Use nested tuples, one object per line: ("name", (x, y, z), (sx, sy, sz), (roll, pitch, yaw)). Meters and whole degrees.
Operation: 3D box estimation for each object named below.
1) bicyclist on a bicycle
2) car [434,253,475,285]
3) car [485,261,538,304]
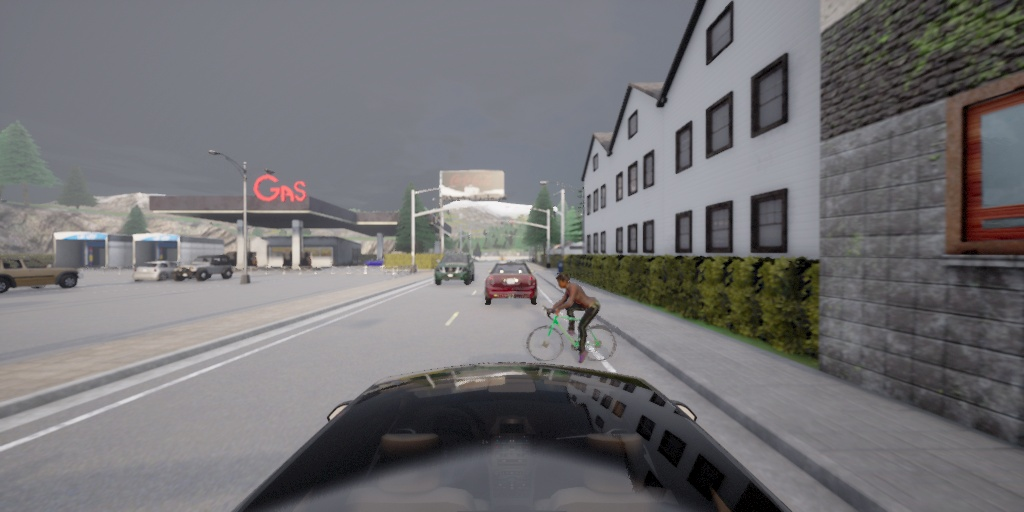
("bicyclist on a bicycle", (1.094, 1.152, 6.577), (1.656, 1.620, 0.582), (0, 0, -1))
("car", (-3.751, 0.802, 24.364), (2.150, 2.045, 5.566), (0, 0, -1))
("car", (-0.054, 1.003, 15.904), (2.097, 1.767, 4.553), (0, 0, -1))
